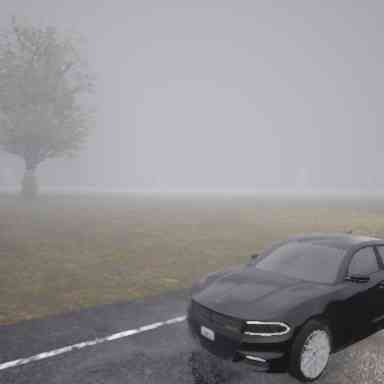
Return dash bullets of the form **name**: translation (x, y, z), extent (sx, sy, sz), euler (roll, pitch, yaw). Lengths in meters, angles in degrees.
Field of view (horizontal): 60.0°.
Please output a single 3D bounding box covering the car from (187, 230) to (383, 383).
- **car**: translation (2.224, 1.470, 5.578), extent (5.008, 1.535, 1.882), euler (0, 0, -35)
